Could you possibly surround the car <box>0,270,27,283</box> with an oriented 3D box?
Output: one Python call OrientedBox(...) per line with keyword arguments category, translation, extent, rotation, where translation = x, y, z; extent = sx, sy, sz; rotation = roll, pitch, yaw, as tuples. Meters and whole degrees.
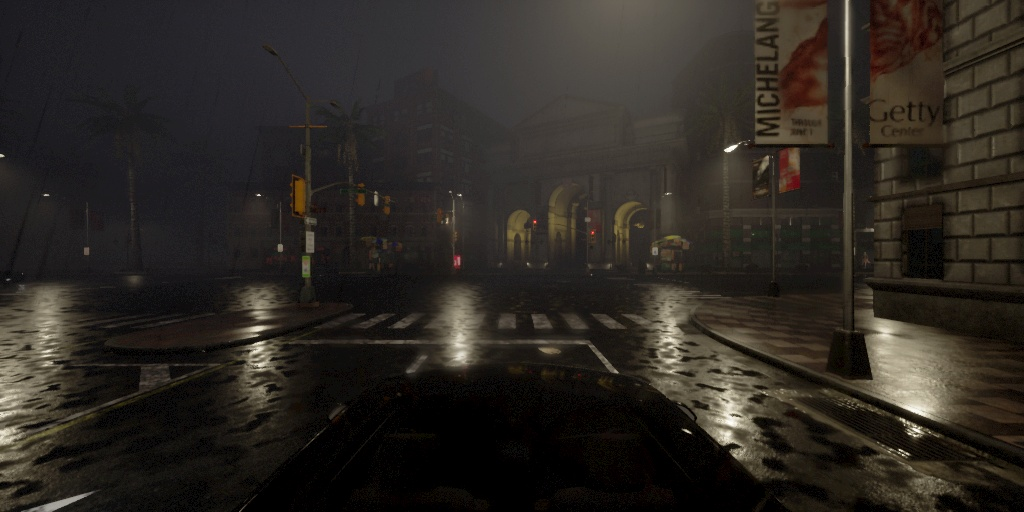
OrientedBox(category="car", translation=(-37.588, 1.351, 25.256), extent=(4.718, 1.301, 1.895), rotation=(0, 0, 1))
